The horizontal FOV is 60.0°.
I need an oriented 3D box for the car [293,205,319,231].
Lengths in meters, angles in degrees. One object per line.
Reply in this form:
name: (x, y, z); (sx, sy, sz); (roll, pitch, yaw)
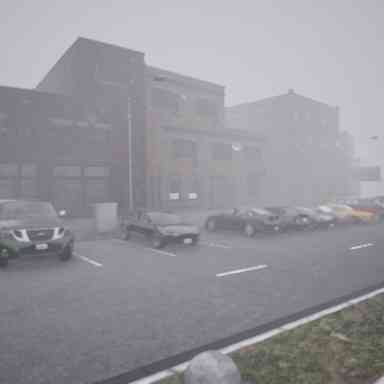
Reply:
car: (4.862, 1.602, 20.402); (2.163, 1.488, 4.792); (0, 0, -39)

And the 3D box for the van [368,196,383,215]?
van: (21.143, 1.404, 34.779); (1.878, 1.987, 4.442); (0, 0, -44)

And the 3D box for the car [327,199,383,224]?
car: (11.238, 1.606, 25.547); (1.946, 1.575, 5.366); (0, 0, -41)

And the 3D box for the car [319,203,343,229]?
car: (6.995, 1.616, 22.105); (2.163, 1.488, 4.792); (0, 0, -40)

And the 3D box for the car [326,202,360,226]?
car: (9.054, 1.639, 23.899); (2.002, 1.452, 4.674); (0, 0, -40)

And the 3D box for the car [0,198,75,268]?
car: (-5.967, 1.248, 11.874); (2.435, 2.045, 5.566); (0, 0, -36)

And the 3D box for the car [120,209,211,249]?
car: (-1.603, 1.549, 15.164); (2.163, 1.488, 4.792); (0, 0, -37)

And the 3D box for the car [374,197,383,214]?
car: (23.038, 1.503, 36.787); (2.185, 1.767, 4.553); (0, 0, -44)

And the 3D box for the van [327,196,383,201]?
van: (13.083, 1.393, 27.587); (1.878, 1.987, 4.442); (0, 0, -42)

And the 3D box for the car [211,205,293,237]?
car: (2.767, 1.558, 18.648); (2.231, 1.521, 4.892); (0, 0, -38)
